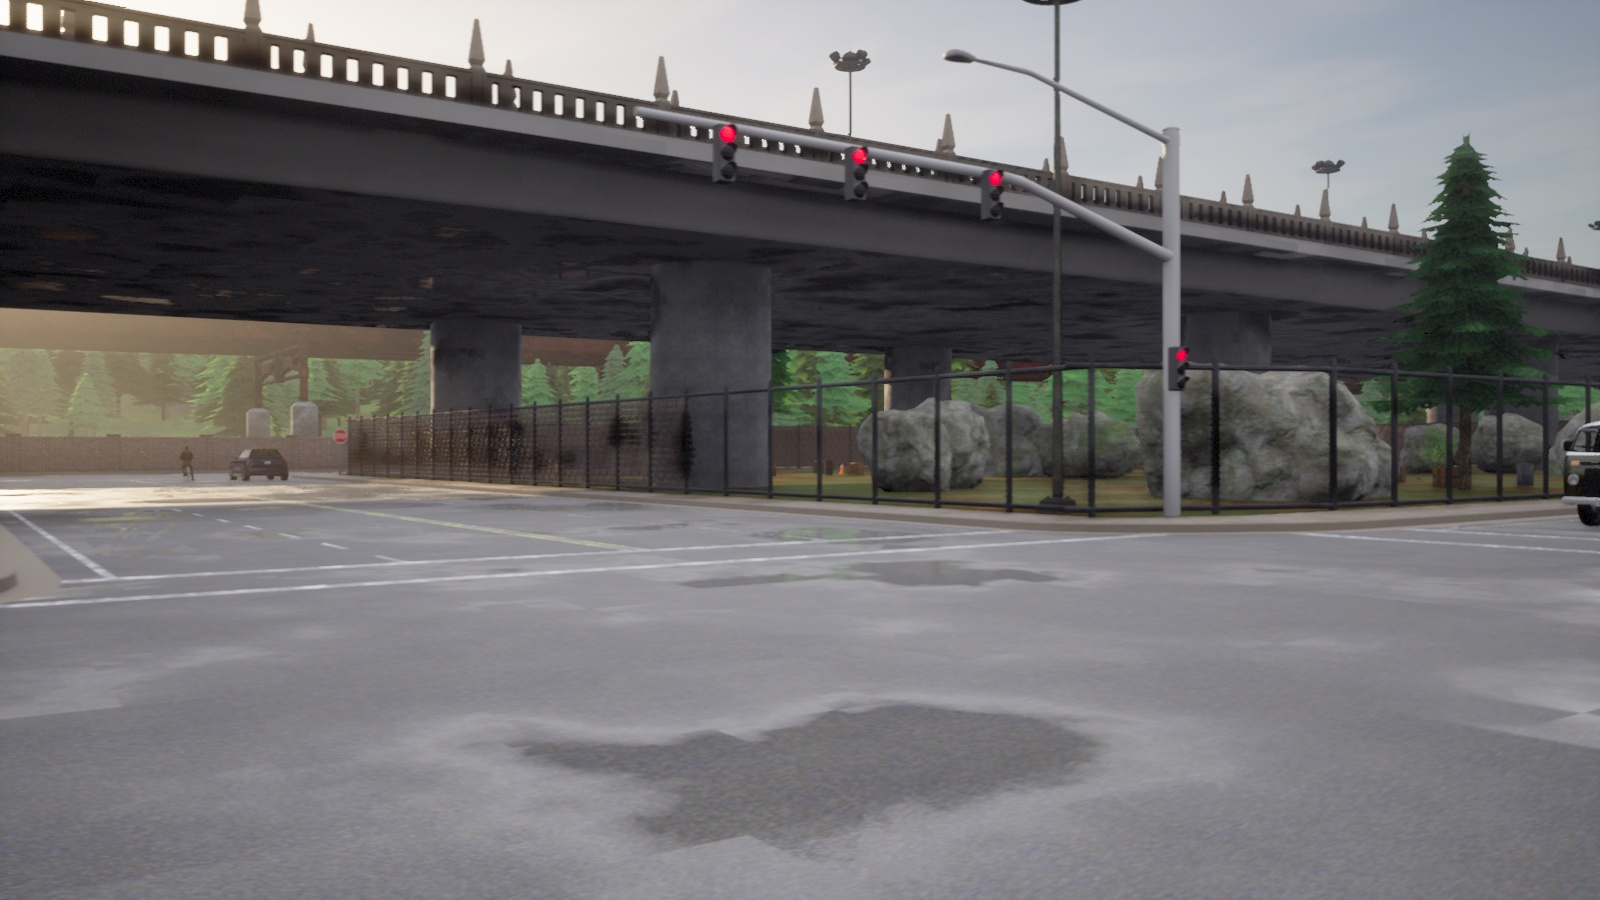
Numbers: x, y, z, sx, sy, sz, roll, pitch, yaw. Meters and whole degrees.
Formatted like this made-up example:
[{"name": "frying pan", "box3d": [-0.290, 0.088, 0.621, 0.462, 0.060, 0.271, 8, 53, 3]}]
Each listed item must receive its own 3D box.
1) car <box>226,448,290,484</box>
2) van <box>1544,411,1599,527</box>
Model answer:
[{"name": "car", "box3d": [-27.748, 0.792, 64.227, 2.097, 1.767, 4.553, 0, 0, -35]}, {"name": "van", "box3d": [16.021, 0.318, 23.344, 4.480, 2.038, 2.069, 0, 0, -35]}]
